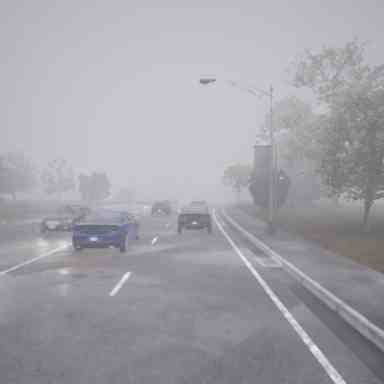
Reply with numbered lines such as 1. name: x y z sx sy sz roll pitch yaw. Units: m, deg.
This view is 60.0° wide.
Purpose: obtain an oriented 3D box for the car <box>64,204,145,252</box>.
1. car: -3.397 1.476 14.009 1.882 1.535 5.008 0 0 0

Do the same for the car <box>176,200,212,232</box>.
1. car: 0.169 1.476 19.961 1.882 1.535 5.008 0 0 1

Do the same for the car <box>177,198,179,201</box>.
1. car: -3.651 1.484 59.469 2.128 1.511 4.902 0 0 11

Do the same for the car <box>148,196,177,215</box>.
1. car: -2.910 1.503 33.757 1.837 1.490 4.892 0 0 3

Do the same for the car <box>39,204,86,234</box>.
1. car: -7.025 1.490 19.239 2.128 1.511 4.902 0 0 1

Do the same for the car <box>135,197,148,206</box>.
1. car: -7.993 1.516 54.994 1.812 1.442 4.674 0 0 9
